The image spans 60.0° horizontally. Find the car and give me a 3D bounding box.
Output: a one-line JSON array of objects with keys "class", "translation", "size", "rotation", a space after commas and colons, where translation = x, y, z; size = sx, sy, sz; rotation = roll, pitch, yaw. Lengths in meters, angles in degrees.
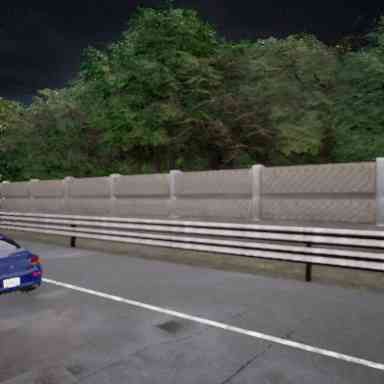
[{"class": "car", "translation": [-5.366, 1.620, 7.852], "size": [4.674, 1.442, 1.812], "rotation": [-1, 0, 36]}]
